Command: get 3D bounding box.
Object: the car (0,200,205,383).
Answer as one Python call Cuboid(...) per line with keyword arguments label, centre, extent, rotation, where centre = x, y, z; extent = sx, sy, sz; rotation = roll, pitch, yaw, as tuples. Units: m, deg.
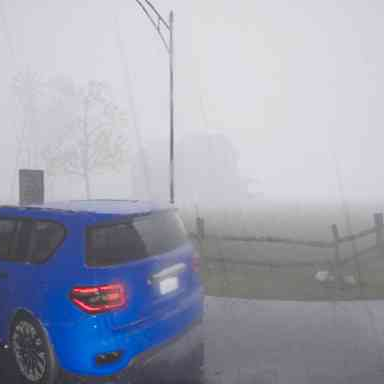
Cuboid(label="car", centre=(-2.431, 1.179, 5.337), extent=(5.566, 2.045, 2.150), rotation=(-1, 2, 36))
